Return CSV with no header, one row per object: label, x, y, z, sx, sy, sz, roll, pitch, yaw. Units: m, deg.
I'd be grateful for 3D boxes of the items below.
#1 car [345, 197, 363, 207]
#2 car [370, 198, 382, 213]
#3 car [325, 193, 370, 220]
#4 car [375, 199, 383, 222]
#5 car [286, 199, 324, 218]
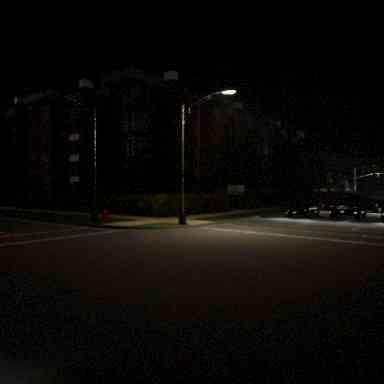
car,24.382,1.455,49.990,1.812,1.442,4.674,1,0,35
car,19.409,1.463,36.862,1.837,1.490,4.892,1,0,35
car,13.257,1.180,28.102,2.150,2.045,5.566,1,0,35
car,15.832,1.532,25.685,2.033,1.411,5.357,1,0,35
car,9.779,1.437,29.238,1.837,1.490,4.892,1,0,35
